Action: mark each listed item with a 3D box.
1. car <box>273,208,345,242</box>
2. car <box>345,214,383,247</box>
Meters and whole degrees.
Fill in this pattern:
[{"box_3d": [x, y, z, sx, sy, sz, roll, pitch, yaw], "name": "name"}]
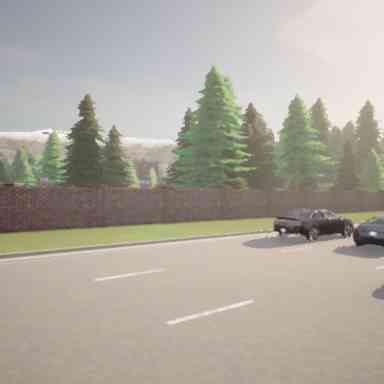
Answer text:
[{"box_3d": [6.206, 1.562, 16.805, 4.902, 1.511, 2.128, 0, 0, -35], "name": "car"}, {"box_3d": [8.829, 1.637, 14.370, 4.181, 1.385, 1.994, 0, 0, -35], "name": "car"}]
